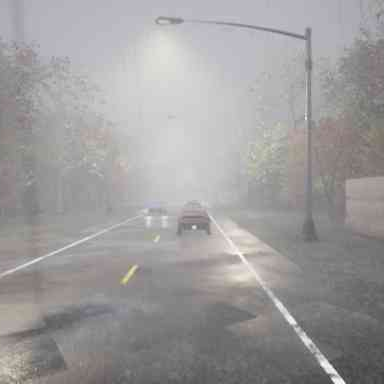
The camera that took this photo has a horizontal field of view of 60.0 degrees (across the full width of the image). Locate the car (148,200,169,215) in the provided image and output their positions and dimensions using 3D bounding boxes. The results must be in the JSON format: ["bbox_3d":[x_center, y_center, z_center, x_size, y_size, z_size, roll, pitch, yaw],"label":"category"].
[{"bbox_3d":[-3.545,1.615,35.587,1.882,1.535,5.008,0,0,0],"label":"car"}]

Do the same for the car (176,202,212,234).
[{"bbox_3d":[0.123,1.592,19.845,1.837,1.490,4.892,0,0,0],"label":"car"}]

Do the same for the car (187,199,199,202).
[{"bbox_3d":[0.155,1.659,40.165,1.837,1.490,4.892,0,0,0],"label":"car"}]
